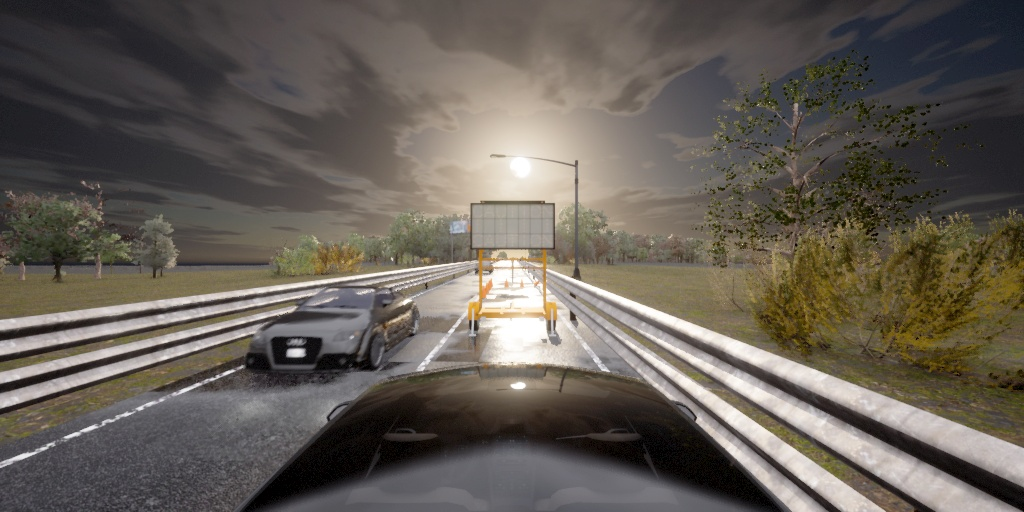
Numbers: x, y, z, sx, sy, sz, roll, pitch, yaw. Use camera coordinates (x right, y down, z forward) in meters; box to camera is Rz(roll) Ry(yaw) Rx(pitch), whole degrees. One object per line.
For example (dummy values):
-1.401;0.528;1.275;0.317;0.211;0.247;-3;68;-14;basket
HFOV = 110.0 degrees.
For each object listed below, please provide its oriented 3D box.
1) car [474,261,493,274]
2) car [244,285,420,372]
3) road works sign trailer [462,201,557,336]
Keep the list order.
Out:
-3.202;1.290;41.256;1.812;1.442;4.674;0;0;0;car
-3.343;1.316;7.544;1.994;1.385;4.181;0;0;0;car
0.021;0.217;10.343;2.380;3.560;2.880;0;0;0;road works sign trailer
